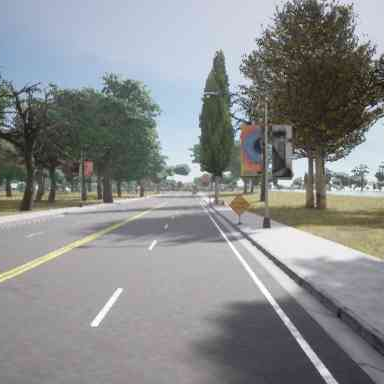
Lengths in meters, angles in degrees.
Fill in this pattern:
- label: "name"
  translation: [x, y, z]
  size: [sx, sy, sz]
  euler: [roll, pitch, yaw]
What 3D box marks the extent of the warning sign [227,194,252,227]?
- label: "warning sign"
  translation: [2.833, 1.076, 19.788]
  size: [1.300, 1.860, 1.060]
  euler: [-1, -1, 0]
